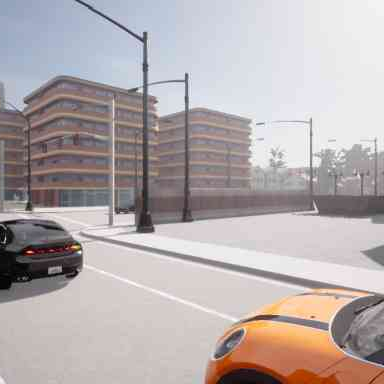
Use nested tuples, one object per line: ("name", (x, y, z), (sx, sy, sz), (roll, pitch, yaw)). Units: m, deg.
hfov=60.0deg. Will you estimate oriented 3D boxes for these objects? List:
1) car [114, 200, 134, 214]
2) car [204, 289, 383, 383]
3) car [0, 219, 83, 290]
("car", (-5.997, 1.547, 35.292), (5.357, 1.411, 2.033), (0, 0, -44))
("car", (2.264, 1.352, 2.345), (4.553, 1.767, 2.097), (0, 0, 40))
("car", (-4.726, 1.505, 9.238), (1.837, 1.490, 4.892), (0, 0, -43))
